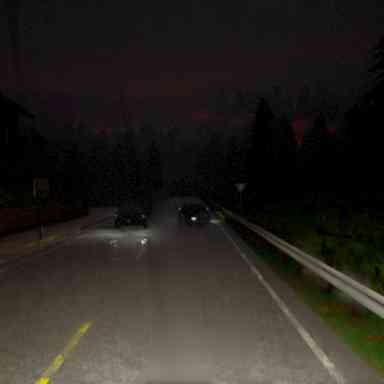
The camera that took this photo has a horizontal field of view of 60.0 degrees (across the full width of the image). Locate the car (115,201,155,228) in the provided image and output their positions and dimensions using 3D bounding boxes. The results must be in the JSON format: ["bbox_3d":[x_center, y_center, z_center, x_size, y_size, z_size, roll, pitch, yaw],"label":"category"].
[{"bbox_3d":[-3.501,1.330,20.980,1.882,1.535,5.008,0,0,0],"label":"car"}]

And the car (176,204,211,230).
[{"bbox_3d":[0.102,1.420,20.146,1.994,1.385,4.181,0,0,0],"label":"car"}]
